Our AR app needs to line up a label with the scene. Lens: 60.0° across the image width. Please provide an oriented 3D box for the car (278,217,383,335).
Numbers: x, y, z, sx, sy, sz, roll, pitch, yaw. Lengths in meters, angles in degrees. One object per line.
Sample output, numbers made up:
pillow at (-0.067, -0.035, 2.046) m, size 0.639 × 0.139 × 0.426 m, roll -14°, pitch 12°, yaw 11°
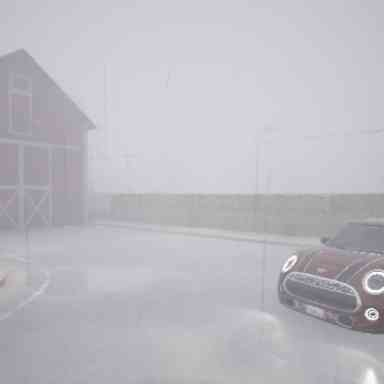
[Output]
car at (3.833, 1.341, 6.689) m, size 4.553 × 1.767 × 2.097 m, roll 0°, pitch 0°, yaw -35°
